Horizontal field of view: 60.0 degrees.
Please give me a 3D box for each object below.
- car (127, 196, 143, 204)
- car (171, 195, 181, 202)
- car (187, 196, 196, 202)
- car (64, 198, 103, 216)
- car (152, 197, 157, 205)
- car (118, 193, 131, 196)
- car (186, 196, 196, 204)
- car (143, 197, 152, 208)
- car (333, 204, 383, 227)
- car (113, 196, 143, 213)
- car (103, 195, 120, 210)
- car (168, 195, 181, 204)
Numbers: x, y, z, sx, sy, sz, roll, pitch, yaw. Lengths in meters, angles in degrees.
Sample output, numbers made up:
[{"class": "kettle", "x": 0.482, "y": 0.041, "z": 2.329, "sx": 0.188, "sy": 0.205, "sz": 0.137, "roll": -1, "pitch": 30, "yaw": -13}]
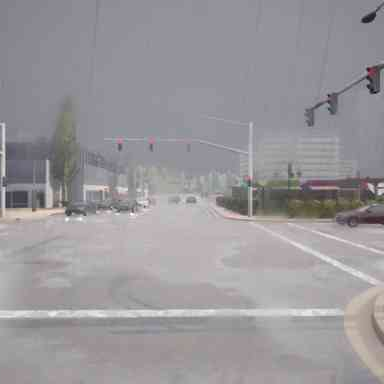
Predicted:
[{"class": "car", "x": -10.675, "y": 1.547, "z": 62.774, "sx": 2.033, "sy": 1.411, "sz": 5.357, "roll": 0, "pitch": 0, "yaw": 1}, {"class": "car", "x": -3.649, "y": 1.425, "z": 74.787, "sx": 1.994, "sy": 1.385, "sz": 4.181, "roll": 0, "pitch": 0, "yaw": 0}, {"class": "car", "x": -0.149, "y": 1.468, "z": 74.826, "sx": 1.895, "sy": 1.301, "sz": 4.718, "roll": 0, "pitch": 0, "yaw": 0}, {"class": "car", "x": -10.664, "y": 1.547, "z": 32.535, "sx": 2.033, "sy": 1.411, "sz": 5.357, "roll": 0, "pitch": 0, "yaw": 0}, {"class": "car", "x": -7.194, "y": 1.564, "z": 56.775, "sx": 1.994, "sy": 1.385, "sz": 4.181, "roll": 0, "pitch": 0, "yaw": 0}, {"class": "car", "x": -10.701, "y": 1.221, "z": 52.077, "sx": 2.150, "sy": 2.045, "sz": 5.566, "roll": 0, "pitch": 0, "yaw": 0}, {"class": "car", "x": -0.128, "y": 1.491, "z": 64.521, "sx": 2.128, "sy": 1.511, "sz": 4.902, "roll": 0, "pitch": 0, "yaw": 0}, {"class": "car", "x": -7.187, "y": 1.526, "z": 46.814, "sx": 1.812, "sy": 1.442, "sz": 4.674, "roll": 0, "pitch": 0, "yaw": 0}, {"class": "car", "x": 11.762, "y": 1.526, "z": 21.876, "sx": 4.674, "sy": 1.442, "sz": 1.812, "roll": 0, "pitch": 0, "yaw": 1}, {"class": "car", "x": -7.175, "y": 1.505, "z": 37.629, "sx": 1.837, "sy": 1.490, "sz": 4.892, "roll": 0, "pitch": 0, "yaw": 0}, {"class": "car", "x": -10.682, "y": 1.505, "z": 42.091, "sx": 1.837, "sy": 1.490, "sz": 4.892, "roll": 0, "pitch": 0, "yaw": 0}, {"class": "car", "x": -3.628, "y": 1.547, "z": 64.514, "sx": 2.033, "sy": 1.411, "sz": 5.357, "roll": 0, "pitch": 0, "yaw": 0}]
